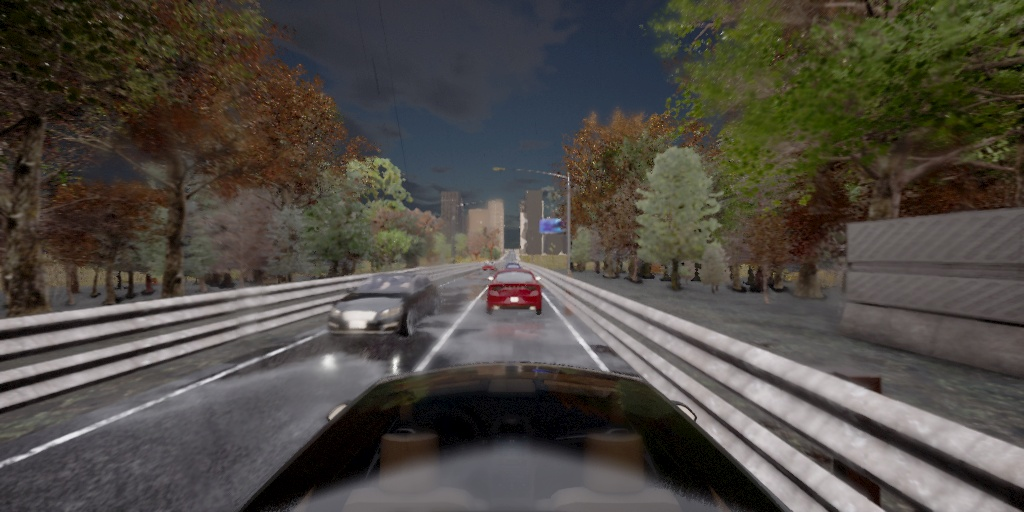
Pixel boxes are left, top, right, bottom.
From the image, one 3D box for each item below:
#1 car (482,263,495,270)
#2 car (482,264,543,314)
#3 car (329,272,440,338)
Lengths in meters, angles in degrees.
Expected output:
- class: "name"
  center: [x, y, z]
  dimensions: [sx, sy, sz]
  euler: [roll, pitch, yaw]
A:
- class: "car"
  center: [-3.296, 1.655, 52.478]
  dimensions: [1.895, 1.301, 4.718]
  euler: [0, -1, 0]
- class: "car"
  center: [0.091, 1.224, 13.800]
  dimensions: [1.882, 1.535, 5.008]
  euler: [0, 0, 0]
- class: "car"
  center: [-3.344, 1.234, 10.255]
  dimensions: [2.128, 1.511, 4.902]
  euler: [0, 0, 0]
